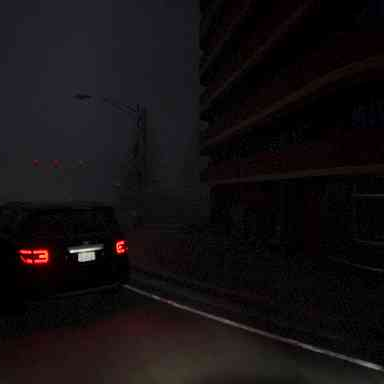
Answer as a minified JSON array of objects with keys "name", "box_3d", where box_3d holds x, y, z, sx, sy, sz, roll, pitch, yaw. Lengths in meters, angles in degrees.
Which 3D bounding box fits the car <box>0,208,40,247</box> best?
[{"name":"car","box_3d":[-8.417,1.564,15.842,1.994,1.385,4.181,0,0,-26]}]

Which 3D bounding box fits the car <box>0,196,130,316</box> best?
[{"name":"car","box_3d":[-3.547,1.221,7.874,2.150,2.045,5.566,0,0,-40]}]
